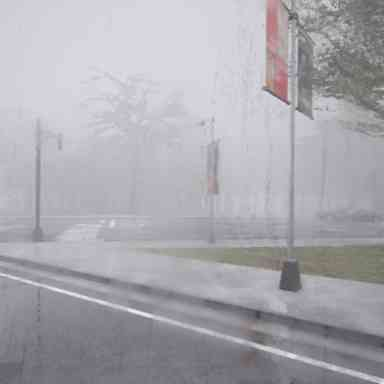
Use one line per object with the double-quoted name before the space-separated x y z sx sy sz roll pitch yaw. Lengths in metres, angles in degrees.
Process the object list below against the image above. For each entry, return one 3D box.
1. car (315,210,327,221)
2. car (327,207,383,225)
"car" 16.091 2.415 36.740 5.008 1.535 1.882 1 0 -11
"car" 16.670 2.446 33.542 5.008 1.535 1.882 1 0 -11
